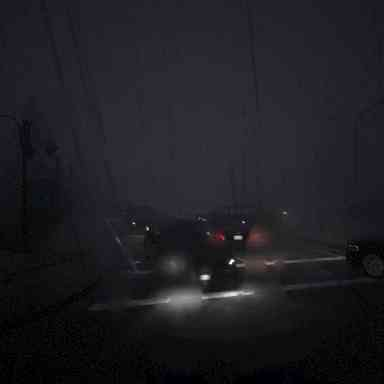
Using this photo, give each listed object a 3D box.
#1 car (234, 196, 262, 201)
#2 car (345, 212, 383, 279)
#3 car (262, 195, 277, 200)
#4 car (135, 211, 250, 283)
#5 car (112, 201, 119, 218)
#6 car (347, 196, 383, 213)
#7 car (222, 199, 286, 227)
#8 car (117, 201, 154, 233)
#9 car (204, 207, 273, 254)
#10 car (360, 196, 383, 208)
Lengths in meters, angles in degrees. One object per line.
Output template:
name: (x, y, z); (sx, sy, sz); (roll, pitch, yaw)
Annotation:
car: (7.366, 1.284, 46.156); (2.007, 1.523, 4.514); (0, 0, -17)
car: (6.531, 1.474, 8.238); (5.008, 1.535, 1.882); (0, 0, 39)
car: (10.355, 1.273, 47.111); (2.152, 1.636, 5.027); (0, 0, -17)
car: (-0.371, 1.542, 10.110); (2.033, 1.411, 5.357); (0, 0, -15)
car: (-6.258, 1.513, 30.098); (2.033, 1.411, 5.357); (0, 0, -17)
car: (15.598, 1.353, 29.196); (1.970, 1.475, 3.806); (0, 0, -17)
car: (2.850, 1.465, 19.891); (5.357, 1.411, 2.033); (-3, 1, -15)
car: (-3.101, 1.528, 19.945); (2.033, 1.411, 5.357); (0, 0, -17)
car: (1.351, 1.537, 13.389); (2.033, 1.411, 5.357); (0, 0, -4)
car: (23.911, 1.269, 43.180); (1.845, 1.501, 3.633); (0, 0, -17)
